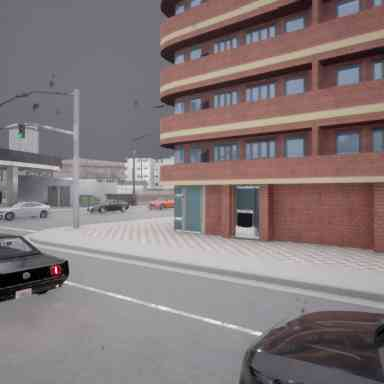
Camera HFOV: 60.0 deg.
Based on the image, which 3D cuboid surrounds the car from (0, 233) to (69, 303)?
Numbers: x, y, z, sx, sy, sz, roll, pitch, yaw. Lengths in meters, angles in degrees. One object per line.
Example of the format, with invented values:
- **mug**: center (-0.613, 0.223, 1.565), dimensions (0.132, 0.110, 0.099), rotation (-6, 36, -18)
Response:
- **car**: center (-4.929, 1.599, 7.496), dimensions (4.718, 1.301, 1.895), rotation (0, 0, 36)

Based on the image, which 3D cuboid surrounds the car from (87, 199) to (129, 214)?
- **car**: center (-8.907, 1.509, 35.595), dimensions (2.128, 1.511, 4.902), rotation (0, 0, 35)

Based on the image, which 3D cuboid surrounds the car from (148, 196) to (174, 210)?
- **car**: center (-3.670, 1.389, 43.183), dimensions (2.097, 1.767, 4.553), rotation (0, 0, 35)

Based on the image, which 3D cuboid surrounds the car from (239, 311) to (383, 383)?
- **car**: center (2.651, 1.514, 2.104), dimensions (4.892, 1.490, 1.837), rotation (0, 0, 35)

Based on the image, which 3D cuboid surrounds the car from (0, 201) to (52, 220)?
- **car**: center (-14.133, 1.523, 27.951), dimensions (1.812, 1.442, 4.674), rotation (0, 0, 34)
